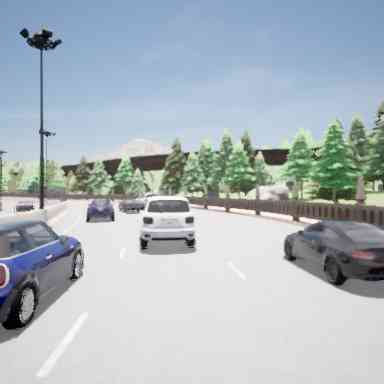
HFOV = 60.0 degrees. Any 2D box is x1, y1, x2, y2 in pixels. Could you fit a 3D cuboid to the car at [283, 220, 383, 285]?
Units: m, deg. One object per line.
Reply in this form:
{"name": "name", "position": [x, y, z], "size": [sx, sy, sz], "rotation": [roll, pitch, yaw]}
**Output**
{"name": "car", "position": [4.109, 1.502, 9.320], "size": [1.812, 1.442, 4.674], "rotation": [0, 0, -5]}

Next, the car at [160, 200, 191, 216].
{"name": "car", "position": [-1.729, 1.517, 32.972], "size": [1.994, 1.385, 4.181], "rotation": [0, 0, -19]}

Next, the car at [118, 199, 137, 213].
{"name": "car", "position": [-7.040, 1.506, 37.254], "size": [2.033, 1.411, 5.357], "rotation": [0, 0, -21]}

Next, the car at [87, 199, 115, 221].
{"name": "car", "position": [-7.395, 1.327, 27.029], "size": [2.097, 1.767, 4.553], "rotation": [0, 0, -15]}

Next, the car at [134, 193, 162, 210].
{"name": "car", "position": [-5.867, 1.169, 43.896], "size": [2.150, 2.045, 5.566], "rotation": [0, 0, -24]}

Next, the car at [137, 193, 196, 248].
{"name": "car", "position": [-1.202, 1.202, 14.844], "size": [2.150, 2.045, 5.566], "rotation": [0, 0, -8]}

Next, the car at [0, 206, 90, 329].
{"name": "car", "position": [-3.854, 1.350, 7.065], "size": [2.097, 1.767, 4.553], "rotation": [0, 0, -3]}
